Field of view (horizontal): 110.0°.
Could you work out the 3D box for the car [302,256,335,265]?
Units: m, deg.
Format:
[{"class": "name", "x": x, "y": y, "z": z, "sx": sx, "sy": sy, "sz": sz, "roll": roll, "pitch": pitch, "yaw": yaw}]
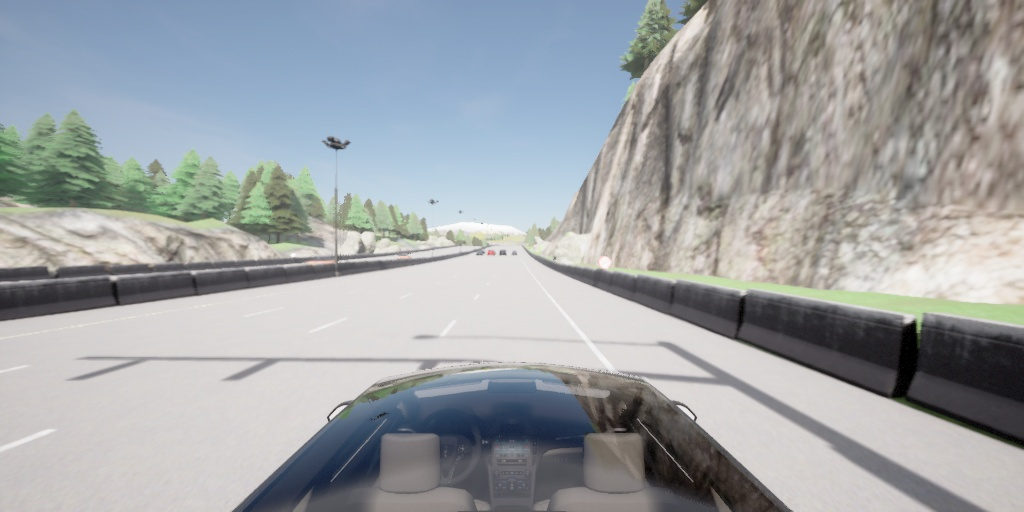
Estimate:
[{"class": "car", "x": -20.767, "y": 0.829, "z": 38.876, "sx": 2.097, "sy": 1.767, "sz": 4.553, "roll": 0, "pitch": 0, "yaw": 0}]
